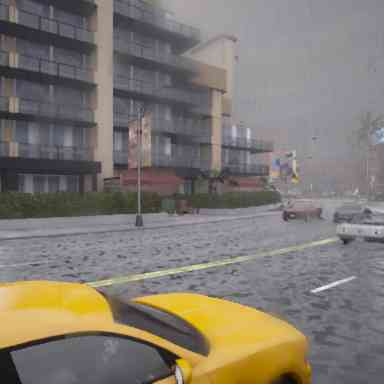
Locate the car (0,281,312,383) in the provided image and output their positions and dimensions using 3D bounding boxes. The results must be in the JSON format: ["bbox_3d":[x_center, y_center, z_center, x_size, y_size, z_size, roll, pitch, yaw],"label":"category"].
[{"bbox_3d":[-1.149,1.476,2.471,5.008,1.535,1.882,0,0,-36],"label":"car"}]

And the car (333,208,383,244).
[{"bbox_3d":[8.232,1.596,14.789,1.895,1.301,4.718,0,0,45],"label":"car"}]

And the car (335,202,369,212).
[{"bbox_3d":[11.731,1.503,24.193,1.837,1.490,4.892,0,0,37],"label":"car"}]

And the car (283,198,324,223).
[{"bbox_3d":[8.812,1.467,26.148,1.882,1.535,5.008,0,0,38],"label":"car"}]
